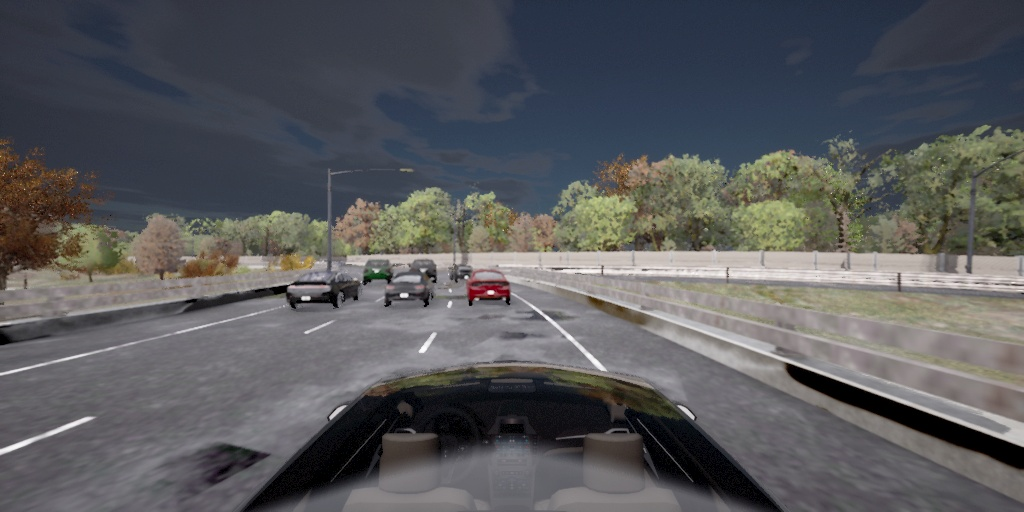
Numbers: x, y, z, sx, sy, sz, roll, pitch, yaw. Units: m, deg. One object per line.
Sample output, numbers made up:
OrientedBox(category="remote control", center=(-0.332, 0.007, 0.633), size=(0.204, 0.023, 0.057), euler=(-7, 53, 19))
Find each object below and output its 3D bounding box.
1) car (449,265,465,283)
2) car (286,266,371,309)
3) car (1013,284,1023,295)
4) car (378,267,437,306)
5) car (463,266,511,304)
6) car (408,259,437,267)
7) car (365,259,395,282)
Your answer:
OrientedBox(category="car", center=(-4.545, 1.586, 32.559), size=(1.837, 1.490, 4.892), euler=(0, 0, -17))
OrientedBox(category="car", center=(-8.084, 1.400, 15.849), size=(2.128, 1.511, 4.902), euler=(0, 0, -8))
OrientedBox(category="car", center=(39.031, 2.240, 25.486), size=(4.181, 1.385, 1.994), euler=(3, 1, 28))
OrientedBox(category="car", center=(-4.673, 1.437, 16.677), size=(1.812, 1.442, 4.674), euler=(0, 0, -9))
OrientedBox(category="car", center=(-1.255, 1.394, 17.452), size=(1.882, 1.535, 5.008), euler=(0, 0, -9))
OrientedBox(category="car", center=(-7.642, 1.288, 30.751), size=(2.150, 2.045, 5.566), euler=(0, 0, -16))
OrientedBox(category="car", center=(-11.020, 1.282, 29.838), size=(2.150, 2.045, 5.566), euler=(0, 0, -16))
